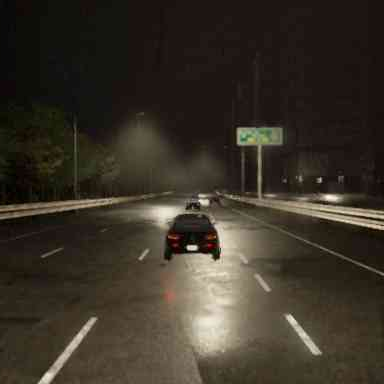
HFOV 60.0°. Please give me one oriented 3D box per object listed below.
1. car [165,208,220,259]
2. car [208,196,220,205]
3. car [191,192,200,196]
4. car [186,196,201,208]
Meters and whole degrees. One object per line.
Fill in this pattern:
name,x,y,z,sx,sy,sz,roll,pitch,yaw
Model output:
car,0.010,1.545,12.521,1.812,1.442,4.674,0,0,0
car,3.908,1.482,57.941,1.837,1.490,4.892,0,0,1
car,0.466,1.418,70.494,1.837,1.490,4.892,0,0,1
car,0.172,1.614,44.536,1.895,1.301,4.718,0,0,0
